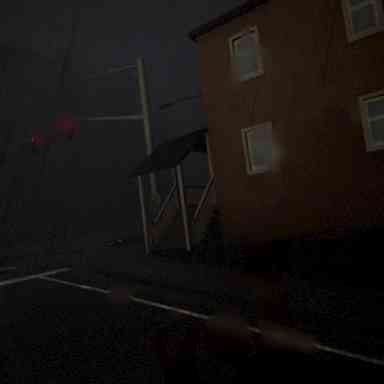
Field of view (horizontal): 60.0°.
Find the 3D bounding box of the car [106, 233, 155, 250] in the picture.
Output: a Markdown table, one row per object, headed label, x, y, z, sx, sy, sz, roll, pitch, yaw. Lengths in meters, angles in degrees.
| label | x | y | z | sx | sy | sz | roll | pitch | yaw |
| --- | --- | --- | --- | --- | --- | --- | --- | --- | --- |
| car | -5.179 | 4.264 | 28.617 | 1.812 | 1.442 | 4.674 | -10 | -14 | 35 |
